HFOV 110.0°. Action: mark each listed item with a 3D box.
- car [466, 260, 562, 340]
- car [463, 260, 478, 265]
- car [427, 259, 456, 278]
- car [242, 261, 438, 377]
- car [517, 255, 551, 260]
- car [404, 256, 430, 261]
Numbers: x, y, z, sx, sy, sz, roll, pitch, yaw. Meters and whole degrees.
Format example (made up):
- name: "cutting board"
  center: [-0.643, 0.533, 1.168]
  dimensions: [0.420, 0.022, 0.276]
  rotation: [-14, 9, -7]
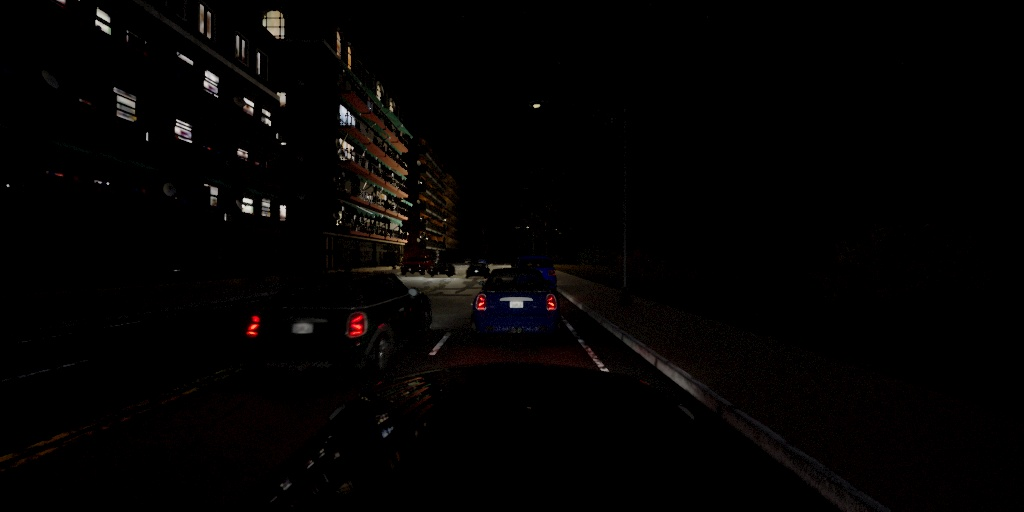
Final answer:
- name: "car"
  center: [0.098, 1.103, 10.109]
  dimensions: [2.097, 1.767, 4.553]
  rotation: [0, 0, 0]
- name: "car"
  center: [-3.144, 1.316, 33.785]
  dimensions: [1.994, 1.385, 4.181]
  rotation: [0, 0, 0]
- name: "car"
  center: [-6.596, 1.277, 34.577]
  dimensions: [1.812, 1.442, 4.674]
  rotation: [0, 0, 0]
- name: "car"
  center: [-3.153, 1.104, 7.531]
  dimensions: [2.097, 1.767, 4.553]
  rotation: [0, 0, 0]
- name: "car"
  center: [1.139, 0.977, 19.683]
  dimensions: [2.150, 2.045, 5.566]
  rotation: [0, 0, 0]
- name: "car"
  center: [-9.846, 0.973, 37.343]
  dimensions: [2.150, 2.045, 5.566]
  rotation: [0, 0, 0]
